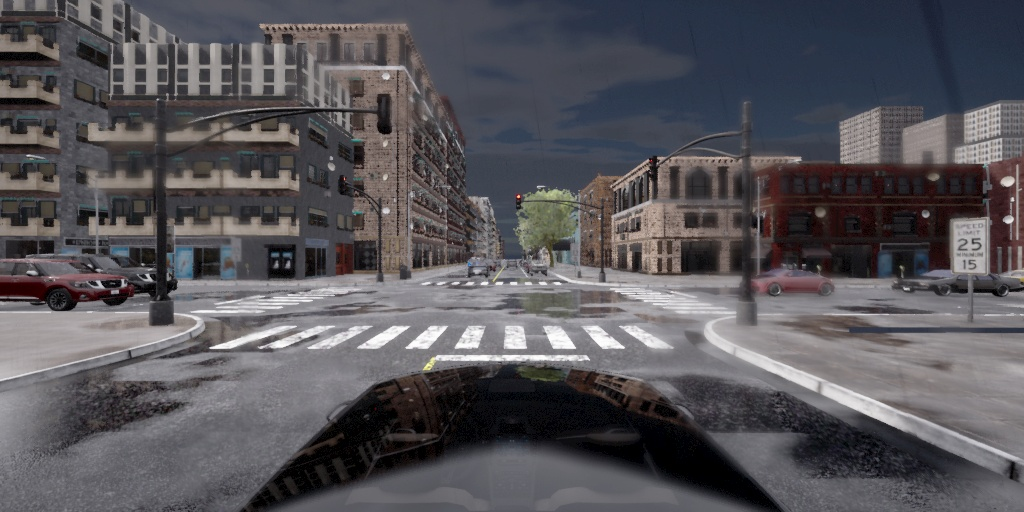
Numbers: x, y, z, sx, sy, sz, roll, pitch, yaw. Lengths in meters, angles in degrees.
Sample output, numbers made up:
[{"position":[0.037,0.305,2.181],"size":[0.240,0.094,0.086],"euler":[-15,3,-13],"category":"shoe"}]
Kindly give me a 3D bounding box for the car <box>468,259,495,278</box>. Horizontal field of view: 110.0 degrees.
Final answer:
[{"position":[-3.101,1.267,34.379],"size":[2.128,1.511,4.902],"euler":[0,0,0],"category":"car"}]

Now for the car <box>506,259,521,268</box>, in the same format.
[{"position":[0.002,1.319,63.384],"size":[2.128,1.511,4.902],"euler":[0,0,0],"category":"car"}]

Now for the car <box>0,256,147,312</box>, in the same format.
[{"position":[-17.276,1.013,13.309],"size":[5.009,1.841,2.192],"euler":[0,0,0],"category":"car"}]

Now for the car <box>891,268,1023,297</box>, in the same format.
[{"position":[24.020,1.412,19.392],"size":[5.357,1.411,2.033],"euler":[0,0,0],"category":"car"}]

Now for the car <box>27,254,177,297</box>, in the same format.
[{"position":[-18.310,0.917,15.889],"size":[5.566,2.045,2.150],"euler":[0,0,0],"category":"car"}]

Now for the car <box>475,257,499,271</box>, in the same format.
[{"position":[-3.096,1.145,45.677],"size":[2.097,1.767,4.553],"euler":[0,0,0],"category":"car"}]

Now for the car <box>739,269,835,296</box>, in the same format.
[{"position":[14.719,1.387,19.325],"size":[4.181,1.385,1.994],"euler":[0,0,0],"category":"car"}]

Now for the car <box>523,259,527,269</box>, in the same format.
[{"position":[2.692,1.228,42.725],"size":[1.967,1.591,4.097],"euler":[0,0,0],"category":"car"}]

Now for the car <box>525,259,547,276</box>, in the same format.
[{"position":[2.691,1.330,37.028],"size":[2.007,1.370,4.403],"euler":[0,0,0],"category":"car"}]
